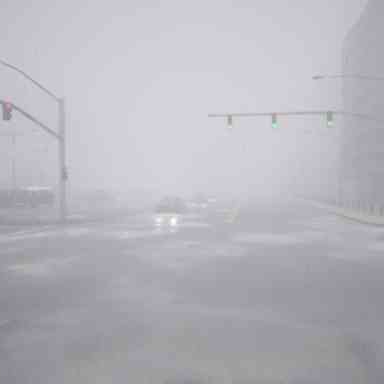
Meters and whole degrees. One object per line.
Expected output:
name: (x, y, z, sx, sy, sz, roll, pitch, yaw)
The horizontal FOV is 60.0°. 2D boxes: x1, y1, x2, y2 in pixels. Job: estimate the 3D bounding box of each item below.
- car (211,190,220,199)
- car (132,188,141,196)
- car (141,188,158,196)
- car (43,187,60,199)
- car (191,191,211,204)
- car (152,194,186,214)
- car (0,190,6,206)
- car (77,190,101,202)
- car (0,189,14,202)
car: (4.094, 0.451, 62.300, 2.128, 1.511, 4.902, 0, 1, 10)
car: (-11.507, -0.012, 71.526, 1.905, 1.878, 3.866, 0, 1, 10)
car: (-8.666, -0.013, 70.970, 1.932, 1.855, 4.605, 0, 1, 10)
car: (-30.839, -0.018, 74.895, 1.905, 1.878, 3.866, 0, 1, 10)
car: (1.054, 0.750, 45.156, 1.837, 1.490, 4.892, 0, 1, 10)
car: (-1.806, 1.095, 28.676, 1.994, 1.385, 4.181, 0, 1, 10)
car: (-25.503, 0.783, 40.930, 1.970, 1.475, 3.806, 0, 1, 10)
car: (-17.202, 0.526, 54.800, 1.970, 1.475, 3.806, 0, 1, 10)
car: (-33.859, 0.280, 57.639, 1.932, 1.855, 4.605, 0, 1, 10)
